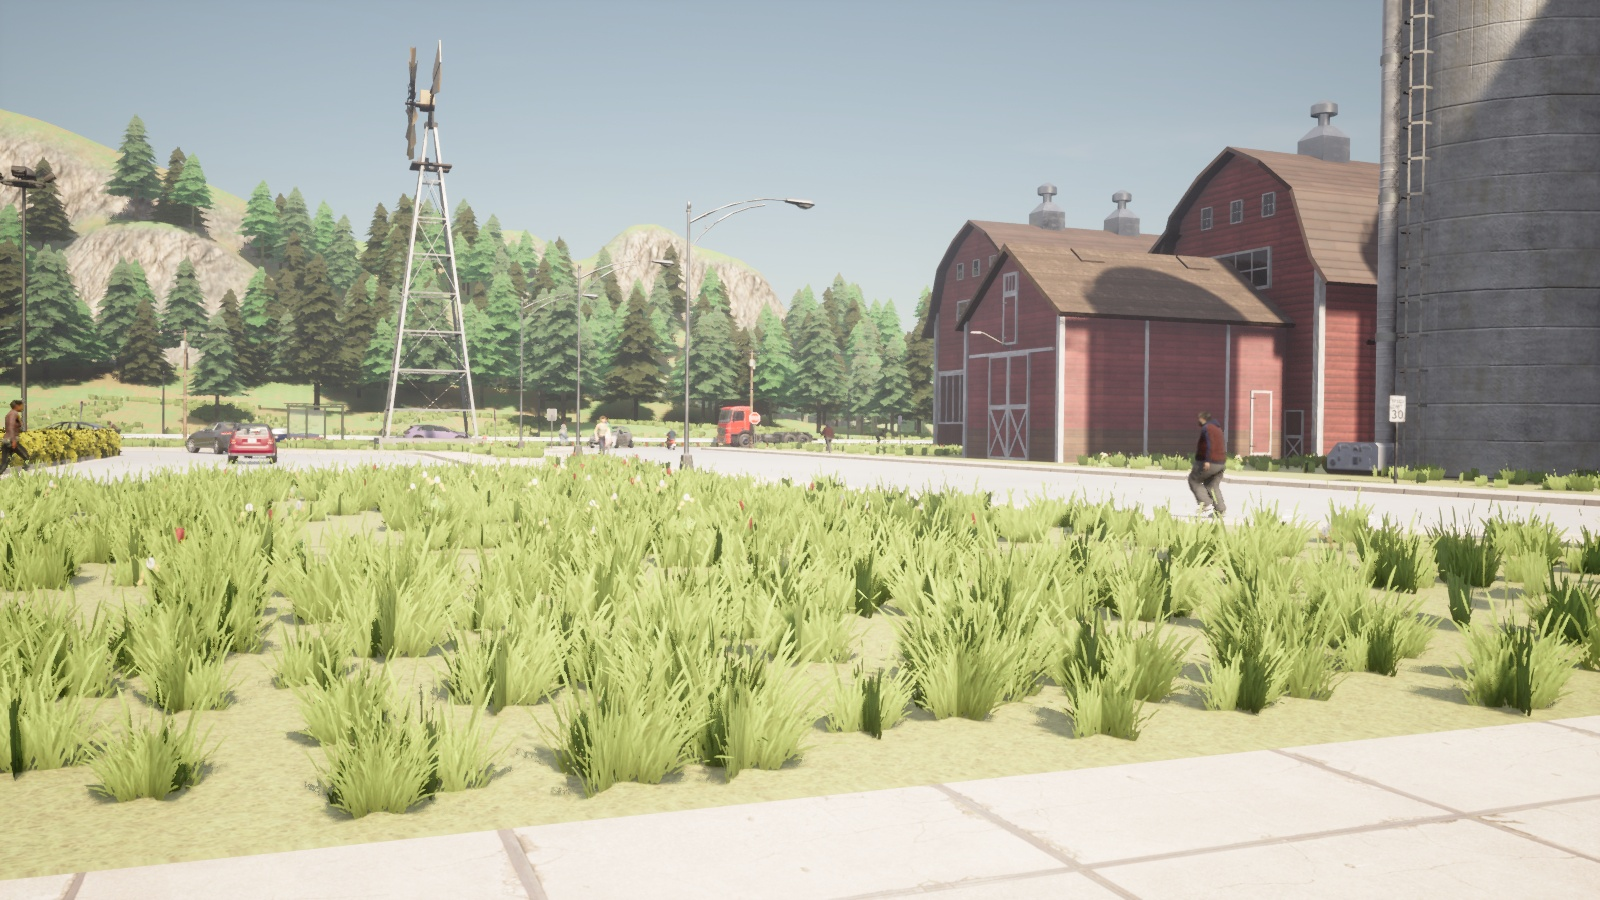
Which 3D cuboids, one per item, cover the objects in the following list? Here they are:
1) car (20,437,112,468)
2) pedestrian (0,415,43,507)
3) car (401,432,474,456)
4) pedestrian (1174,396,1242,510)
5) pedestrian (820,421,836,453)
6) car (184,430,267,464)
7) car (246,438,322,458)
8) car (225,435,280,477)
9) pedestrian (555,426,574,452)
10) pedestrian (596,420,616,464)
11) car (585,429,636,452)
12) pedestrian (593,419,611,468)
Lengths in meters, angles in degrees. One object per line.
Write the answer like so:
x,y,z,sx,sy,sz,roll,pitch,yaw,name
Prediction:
-37.941,0.129,65.003,3.705,1.549,1.789,-1,1,-10,car
-15.589,0.216,24.927,0.328,1.805,0.869,0,1,39,pedestrian
-26.073,-0.458,90.220,4.856,1.649,2.033,-1,1,-21,car
6.738,0.043,20.752,0.899,1.844,0.634,0,1,37,pedestrian
1.648,-0.771,74.160,0.634,1.844,0.899,-1,1,-22,pedestrian
-29.182,-0.146,63.734,5.027,1.651,2.152,0,1,44,car
-35.537,-0.126,86.605,4.718,1.301,1.895,-1,1,-21,car
-21.308,0.204,48.968,1.789,1.549,3.705,-1,0,-21,car
-16.576,-0.790,88.404,0.874,1.855,0.900,0,1,41,pedestrian
-8.559,-0.354,55.295,0.659,1.952,0.873,-1,1,-22,pedestrian
-14.060,-0.725,93.370,2.242,1.667,4.611,-1,1,12,car
-7.515,-0.241,47.687,0.594,1.836,0.345,0,1,44,pedestrian
